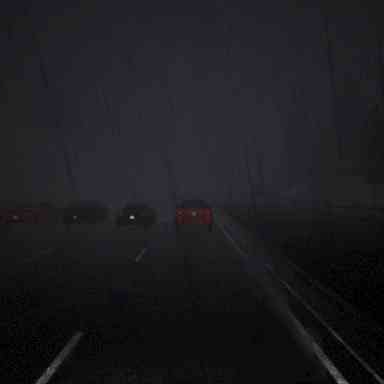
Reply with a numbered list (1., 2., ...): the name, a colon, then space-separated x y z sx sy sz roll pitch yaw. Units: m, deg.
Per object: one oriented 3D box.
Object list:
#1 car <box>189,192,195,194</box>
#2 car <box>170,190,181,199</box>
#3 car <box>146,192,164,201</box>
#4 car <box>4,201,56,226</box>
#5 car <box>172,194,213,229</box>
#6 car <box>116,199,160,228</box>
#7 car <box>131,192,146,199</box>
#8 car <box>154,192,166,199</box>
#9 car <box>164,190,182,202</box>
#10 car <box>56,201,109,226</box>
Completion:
1. car: 0.004 1.064 63.625 1.994 1.385 4.181 0 0 0
2. car: -3.495 0.484 72.364 2.150 2.045 5.566 0 0 0
3. car: -6.996 1.103 63.402 1.895 1.301 4.718 0 0 0
4. car: -10.398 1.303 22.088 1.882 1.535 5.008 0 0 0
5. car: 0.102 1.192 20.231 2.097 1.767 4.553 0 0 0
6. car: -3.398 1.399 20.875 1.994 1.385 4.181 0 0 0
7. car: -10.496 1.063 63.690 1.994 1.385 4.181 0 0 0
8. car: -6.995 0.784 72.324 2.128 1.511 4.902 0 0 0
9. car: -3.496 0.859 62.681 2.097 1.767 4.553 0 0 0
10. car: -6.898 1.303 22.093 1.882 1.535 5.008 0 0 0
